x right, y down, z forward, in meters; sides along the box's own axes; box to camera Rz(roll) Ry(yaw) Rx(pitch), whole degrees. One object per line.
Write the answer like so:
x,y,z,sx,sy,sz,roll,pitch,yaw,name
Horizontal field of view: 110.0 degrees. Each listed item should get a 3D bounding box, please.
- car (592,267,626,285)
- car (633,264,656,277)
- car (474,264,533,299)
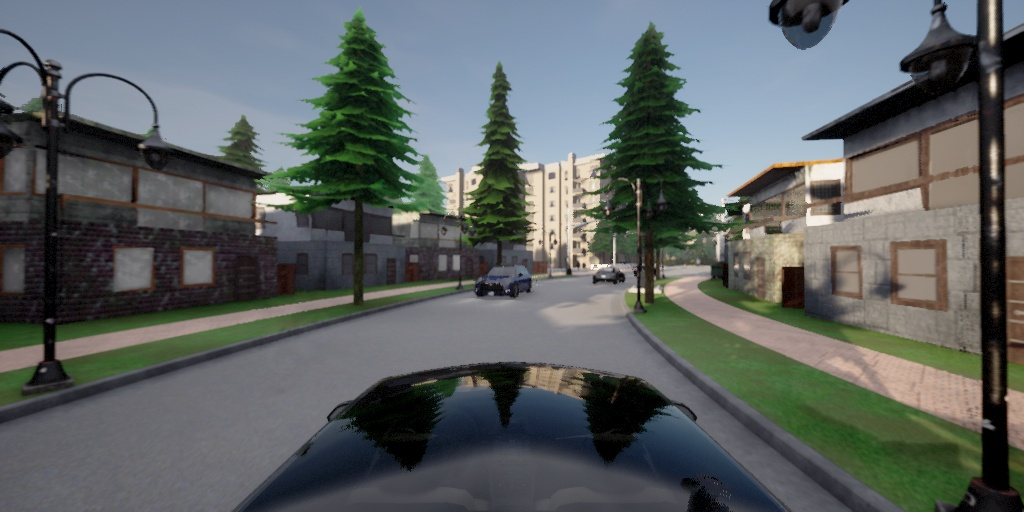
8.177,1.601,30.025,1.994,1.385,4.181,0,-1,29,car
15.426,1.653,41.097,2.128,1.511,4.902,0,-1,36,car
-0.339,1.275,19.608,2.097,1.767,4.553,0,-1,18,car
